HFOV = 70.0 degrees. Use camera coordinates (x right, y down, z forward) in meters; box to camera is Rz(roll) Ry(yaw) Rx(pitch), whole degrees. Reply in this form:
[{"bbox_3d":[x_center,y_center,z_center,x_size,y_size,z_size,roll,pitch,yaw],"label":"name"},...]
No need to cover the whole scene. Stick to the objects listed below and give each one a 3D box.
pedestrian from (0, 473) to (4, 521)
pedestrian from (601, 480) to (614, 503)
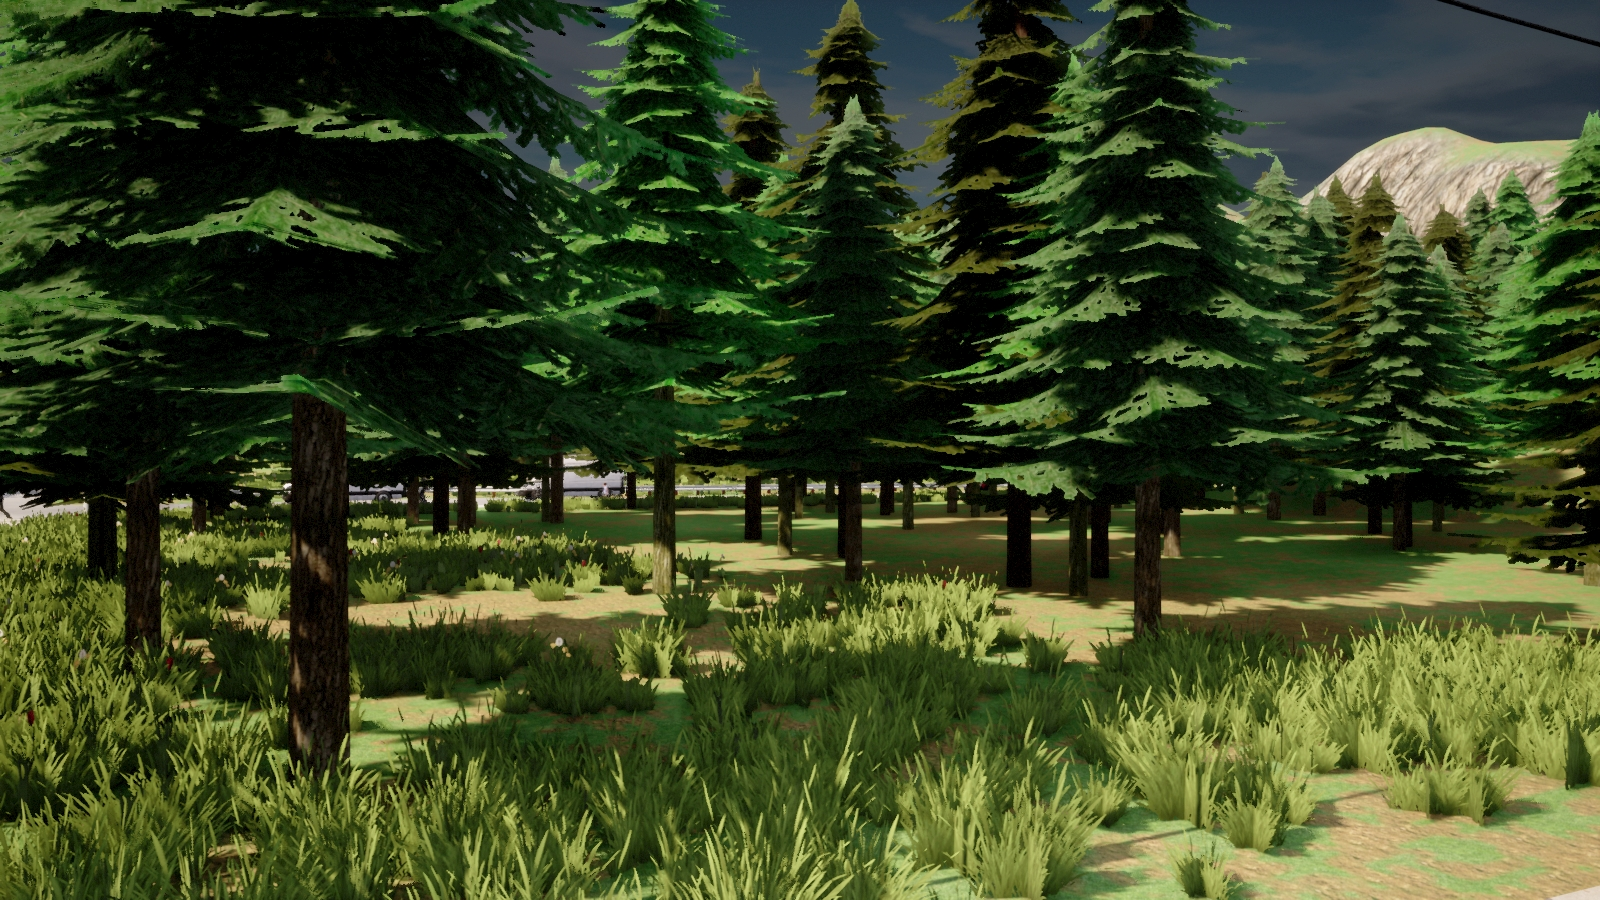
[{"bbox_3d":[-31.530,1.844,44.869,0.375,1.860,0.375,0,0,-17],"label":"pedestrian"},{"bbox_3d":[-9.487,2.050,56.244,0.500,1.100,0.500,0,0,-27],"label":"pedestrian"}]
